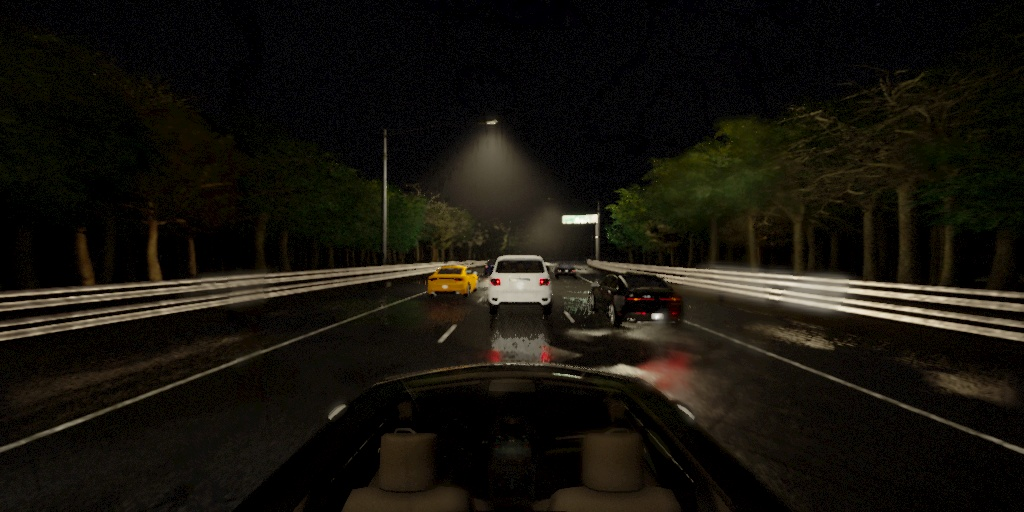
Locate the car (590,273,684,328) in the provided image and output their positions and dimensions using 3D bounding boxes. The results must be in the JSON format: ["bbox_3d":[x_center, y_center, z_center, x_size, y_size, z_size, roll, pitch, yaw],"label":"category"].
[{"bbox_3d":[3.773,1.280,11.564,1.837,1.490,4.892,0,0,1],"label":"car"}]

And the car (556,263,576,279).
[{"bbox_3d":[4.966,1.361,33.761,2.033,1.411,5.357,0,0,5],"label":"car"}]

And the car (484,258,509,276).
[{"bbox_3d":[-1.614,1.162,38.543,2.097,1.767,4.553,0,0,5],"label":"car"}]

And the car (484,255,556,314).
[{"bbox_3d":[0.338,0.997,14.117,2.150,2.045,5.566,0,0,2],"label":"car"}]

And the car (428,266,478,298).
[{"bbox_3d":[-2.972,1.257,18.906,1.882,1.535,5.008,0,0,2],"label":"car"}]
